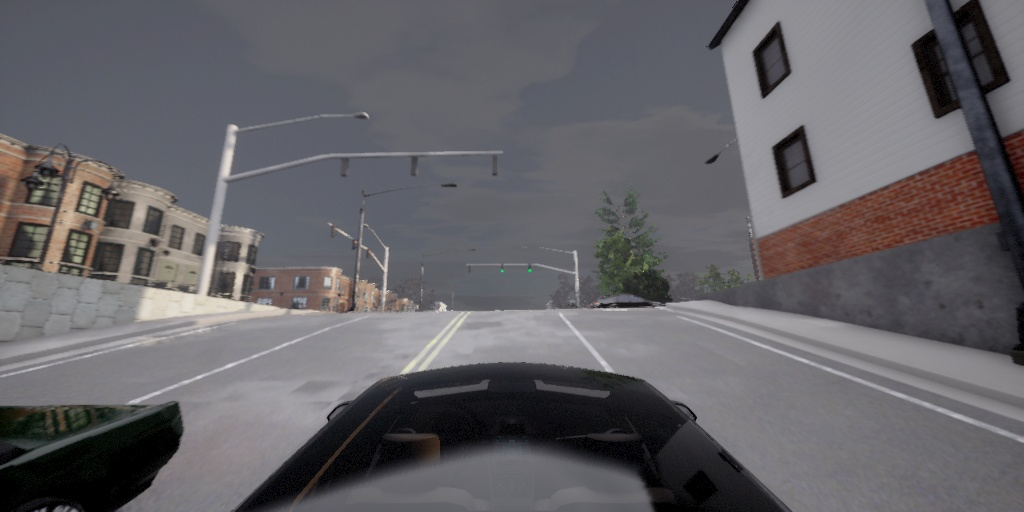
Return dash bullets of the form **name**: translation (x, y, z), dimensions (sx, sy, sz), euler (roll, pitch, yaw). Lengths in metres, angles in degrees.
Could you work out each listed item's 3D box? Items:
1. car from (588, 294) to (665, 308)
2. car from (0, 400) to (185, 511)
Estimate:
- **car**: translation (7.770, 3.361, 24.343), dimensions (5.357, 1.411, 2.033), euler (2, -14, -11)
- **car**: translation (-3.552, 1.370, 0.584), dimensions (1.895, 1.301, 4.718), euler (-1, 0, 0)
